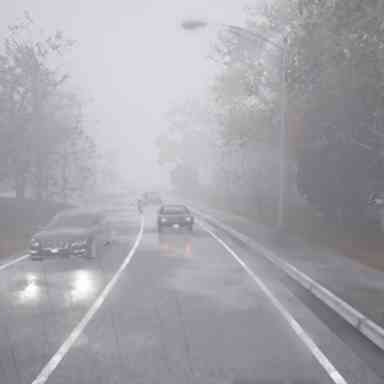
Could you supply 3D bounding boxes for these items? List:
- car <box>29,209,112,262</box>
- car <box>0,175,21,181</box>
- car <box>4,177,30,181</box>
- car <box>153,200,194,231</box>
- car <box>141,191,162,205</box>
[{"bbox_3d":[-4.076,1.404,11.863,1.837,1.490,4.892,0,0,-4],"label":"car"},{"bbox_3d":[-43.545,-3.314,79.190,1.895,1.301,4.718,3,5,29],"label":"car"},{"bbox_3d":[-40.483,-3.294,77.986,2.033,1.411,5.357,3,6,34],"label":"car"},{"bbox_3d":[-1.092,1.381,19.069,1.895,1.301,4.718,-1,1,-7],"label":"car"},{"bbox_3d":[-4.467,0.567,36.423,2.033,1.411,5.357,-1,4,-15],"label":"car"}]
